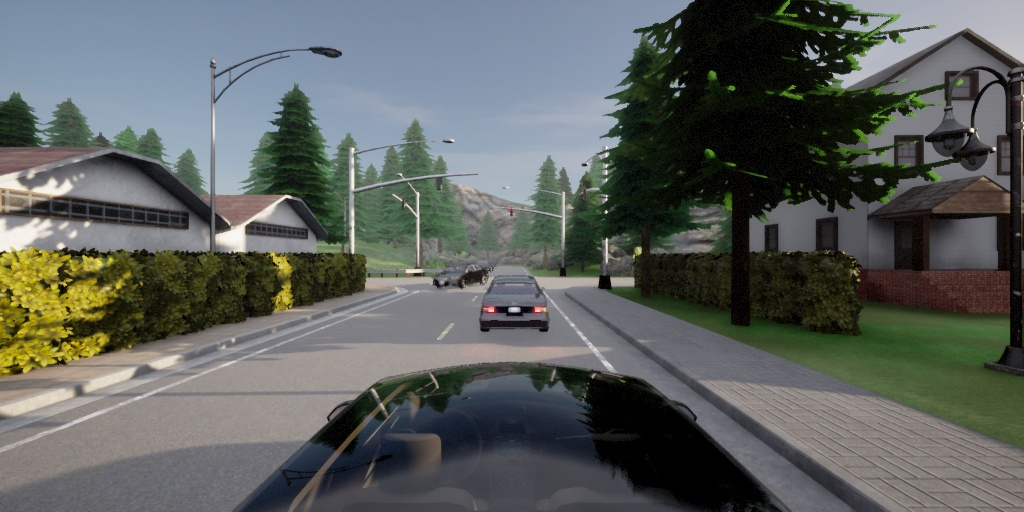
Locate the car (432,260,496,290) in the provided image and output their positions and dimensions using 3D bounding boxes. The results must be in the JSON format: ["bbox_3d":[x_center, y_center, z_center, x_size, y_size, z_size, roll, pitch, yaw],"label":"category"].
[{"bbox_3d":[-3.162,1.240,22.713,2.128,1.511,4.902,-1,0,20],"label":"car"}]

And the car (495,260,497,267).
[{"bbox_3d":[-3.553,1.351,54.301,1.895,1.301,4.718,0,0,0],"label":"car"}]

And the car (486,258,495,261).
[{"bbox_3d":[-3.583,1.228,44.913,1.882,1.535,5.008,0,0,0],"label":"car"}]

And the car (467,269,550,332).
[{"bbox_3d":[0.071,1.297,10.848,2.033,1.411,5.357,0,0,0],"label":"car"}]

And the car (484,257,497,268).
[{"bbox_3d":[-3.858,1.102,64.020,2.097,1.767,4.553,0,0,-7],"label":"car"}]
